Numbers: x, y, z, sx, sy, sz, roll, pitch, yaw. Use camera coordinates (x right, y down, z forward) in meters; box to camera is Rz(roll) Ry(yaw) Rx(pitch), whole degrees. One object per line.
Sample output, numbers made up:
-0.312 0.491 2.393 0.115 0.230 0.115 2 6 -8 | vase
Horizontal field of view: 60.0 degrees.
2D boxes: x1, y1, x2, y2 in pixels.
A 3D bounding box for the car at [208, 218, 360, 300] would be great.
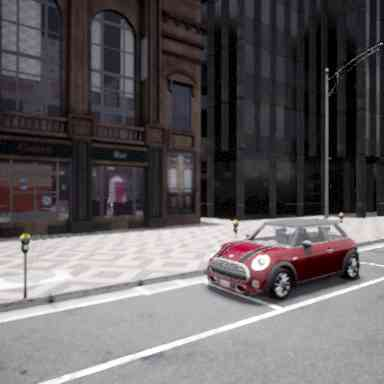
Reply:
2.341 1.440 8.305 4.097 1.590 1.967 0 0 -35 | car
